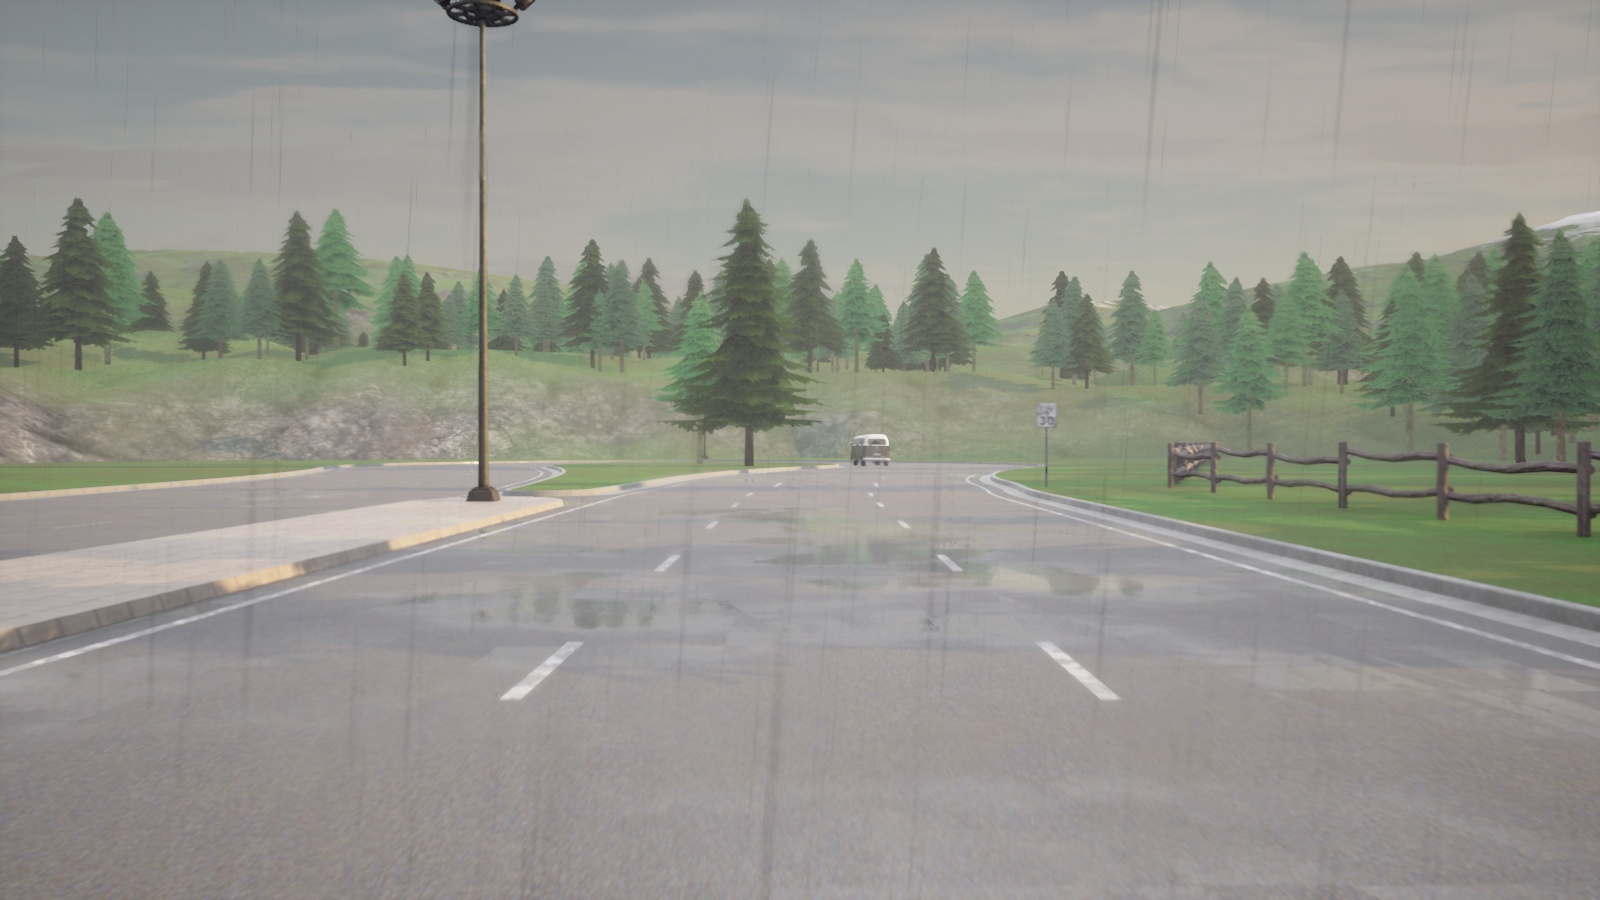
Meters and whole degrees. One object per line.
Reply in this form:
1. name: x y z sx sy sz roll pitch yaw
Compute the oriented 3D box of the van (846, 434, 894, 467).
1. van: 4.489 0.015 81.261 2.069 2.038 4.480 1 0 -10
